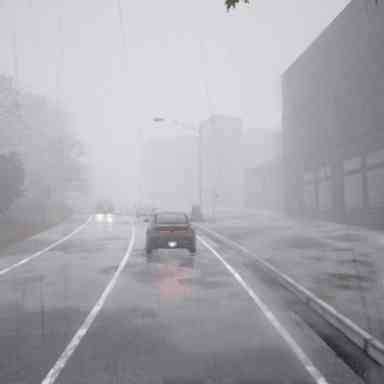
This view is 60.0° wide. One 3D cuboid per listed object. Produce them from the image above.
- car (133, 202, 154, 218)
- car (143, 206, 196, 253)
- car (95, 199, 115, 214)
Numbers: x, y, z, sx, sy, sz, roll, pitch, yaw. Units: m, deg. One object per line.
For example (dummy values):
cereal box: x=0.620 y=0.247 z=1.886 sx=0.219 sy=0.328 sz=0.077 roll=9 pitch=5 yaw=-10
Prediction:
car: x=-4.405 y=1.658 z=31.169 sx=1.812 sy=1.442 sz=4.674 roll=1 pitch=-1 yaw=-15
car: x=-0.951 y=1.552 z=13.905 sx=1.837 sy=1.490 sz=4.892 roll=1 pitch=0 yaw=-6
car: x=-9.722 y=1.557 z=36.901 sx=2.128 sy=1.511 sz=4.902 roll=2 pitch=0 yaw=-19
